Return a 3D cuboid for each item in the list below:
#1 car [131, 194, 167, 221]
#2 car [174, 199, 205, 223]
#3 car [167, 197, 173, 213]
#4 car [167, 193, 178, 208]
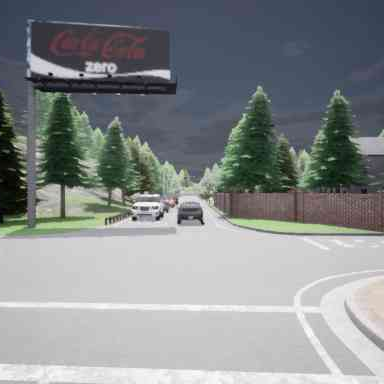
[{"bbox_3d":[-3.587,1.221,27.823,2.150,2.045,5.566,0,0,0],"label":"car"},{"bbox_3d":[-0.078,1.498,25.133,1.837,1.490,4.892,-1,0,0],"label":"car"},{"bbox_3d":[-3.577,1.564,37.303,1.994,1.385,4.181,0,0,0],"label":"car"},{"bbox_3d":[-3.558,1.352,47.444,2.097,1.767,4.553,0,0,0],"label":"car"}]
